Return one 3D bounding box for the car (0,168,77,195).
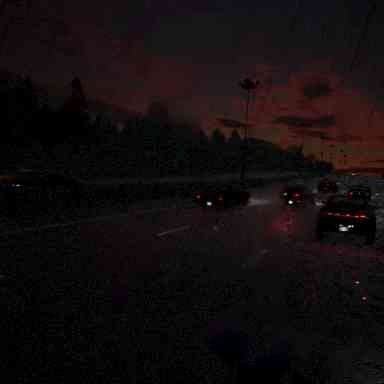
[{"bbox_3d":[-9.571,-0.532,21.072,2.128,1.511,4.902,5,5,28],"label":"car"}]

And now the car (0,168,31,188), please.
[{"bbox_3d":[-15.088,-1.113,25.566,1.812,1.442,4.674,5,5,28],"label":"car"}]

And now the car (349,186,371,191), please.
[{"bbox_3d":[15.618,0.077,30.906,1.895,1.301,4.718,5,5,28],"label":"car"}]

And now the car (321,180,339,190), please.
[{"bbox_3d":[16.025,-0.704,39.080,1.882,1.535,5.008,5,6,28],"label":"car"}]

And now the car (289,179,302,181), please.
[{"bbox_3d":[12.468,-0.883,39.829,1.812,1.442,4.674,5,6,28],"label":"car"}]

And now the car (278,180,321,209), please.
[{"bbox_3d":[7.209,0.235,22.499,1.837,1.490,4.892,5,5,28],"label":"car"}]

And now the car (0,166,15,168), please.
[{"bbox_3d":[-12.012,-0.881,23.912,1.882,1.535,5.008,5,5,28],"label":"car"}]

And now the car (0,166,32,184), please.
[{"bbox_3d":[-16.948,-1.520,29.494,1.837,1.490,4.892,5,5,28],"label":"car"}]

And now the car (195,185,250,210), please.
[{"bbox_3d":[2.014,0.242,20.171,1.895,1.301,4.718,5,5,28],"label":"car"}]

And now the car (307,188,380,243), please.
[{"bbox_3d":[6.037,0.881,12.849,2.128,1.511,4.902,5,5,28],"label":"car"}]
